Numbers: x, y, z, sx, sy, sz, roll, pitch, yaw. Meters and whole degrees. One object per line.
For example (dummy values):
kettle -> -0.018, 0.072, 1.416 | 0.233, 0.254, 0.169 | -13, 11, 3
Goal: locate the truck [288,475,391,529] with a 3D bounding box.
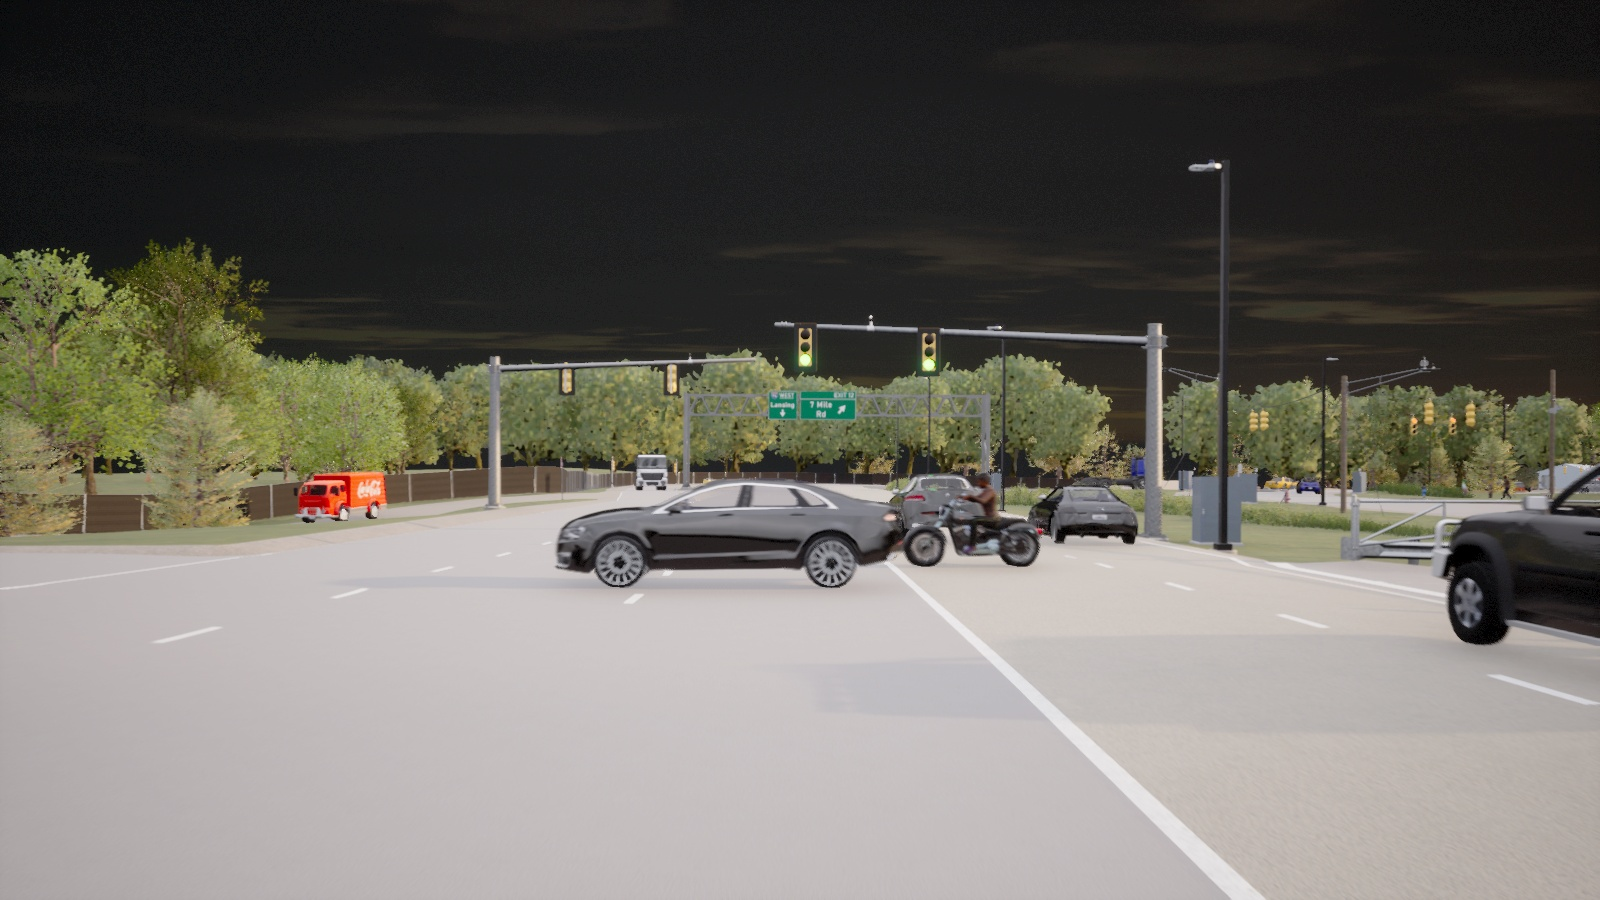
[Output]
truck -> -23.816, 2.660, 65.145 | 2.627, 2.467, 5.204 | -1, 1, 11

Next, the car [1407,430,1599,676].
car -> 7.012, 0.819, 10.103 | 1.932, 1.855, 4.605 | 2, -1, 0

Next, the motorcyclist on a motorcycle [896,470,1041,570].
motorcyclist on a motorcycle -> 2.874, 1.185, 21.559 | 2.350, 1.649, 0.766 | 0, -1, -1

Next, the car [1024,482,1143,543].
car -> 6.926, 1.501, 31.115 | 1.994, 1.385, 4.181 | 0, -1, 0

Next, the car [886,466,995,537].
car -> 3.423, 1.239, 31.554 | 2.152, 1.651, 5.027 | 0, -1, 0

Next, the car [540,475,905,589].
car -> -1.062, 1.124, 17.975 | 4.902, 1.511, 2.128 | 0, -1, -1
